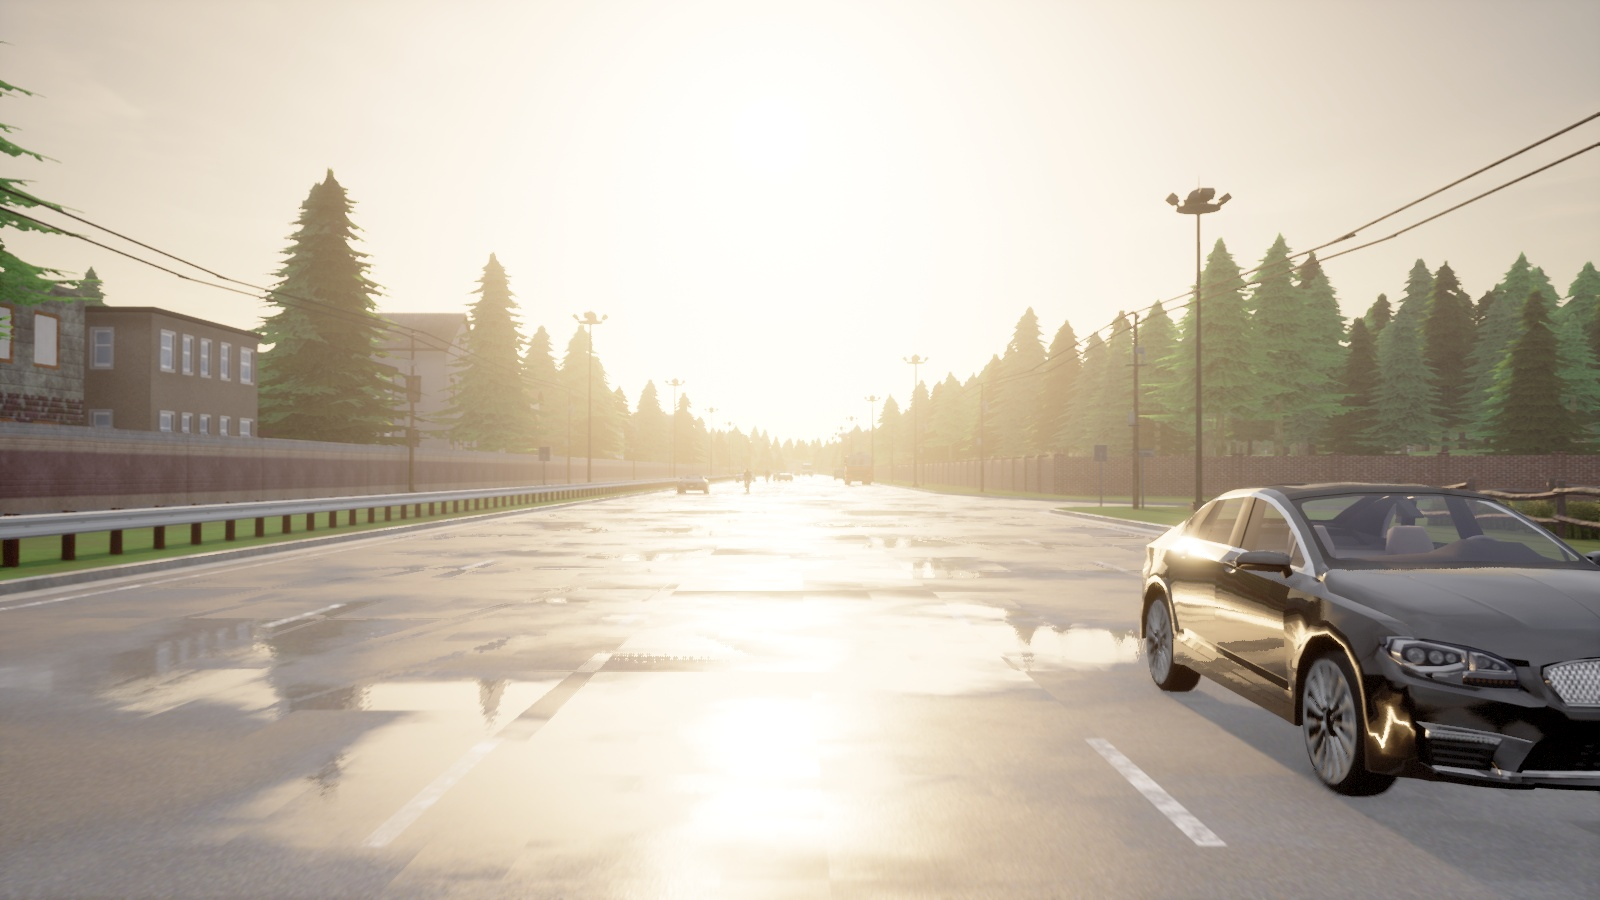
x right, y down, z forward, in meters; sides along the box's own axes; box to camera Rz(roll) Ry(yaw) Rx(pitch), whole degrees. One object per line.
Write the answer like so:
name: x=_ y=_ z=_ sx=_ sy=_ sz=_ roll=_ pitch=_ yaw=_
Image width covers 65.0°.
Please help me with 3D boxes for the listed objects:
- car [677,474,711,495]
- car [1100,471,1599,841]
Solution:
car: x=-7.205 y=2.339 z=85.505 sx=1.994 sy=1.385 sz=4.181 roll=0 pitch=-1 yaw=0
car: x=3.481 y=0.884 z=7.610 sx=2.128 sy=1.511 sz=4.902 roll=0 pitch=-1 yaw=0
